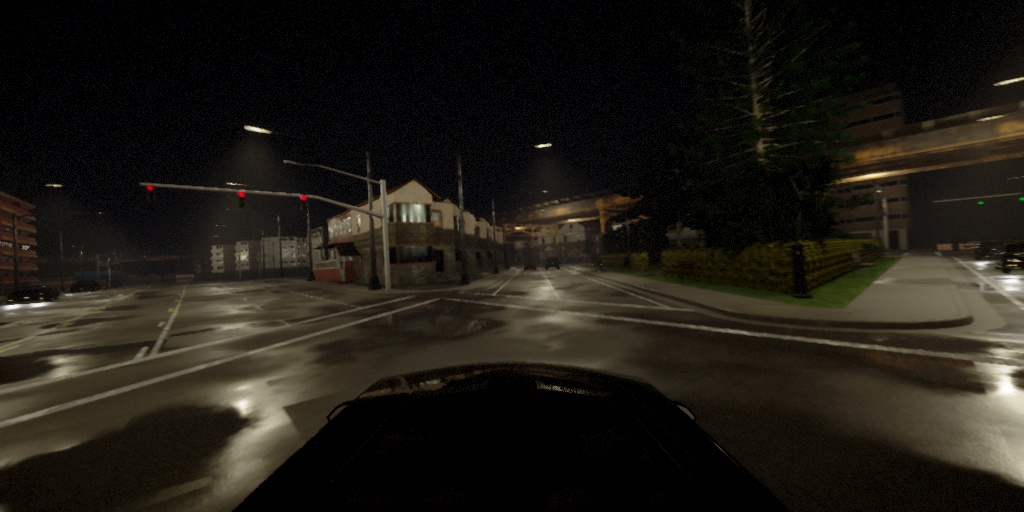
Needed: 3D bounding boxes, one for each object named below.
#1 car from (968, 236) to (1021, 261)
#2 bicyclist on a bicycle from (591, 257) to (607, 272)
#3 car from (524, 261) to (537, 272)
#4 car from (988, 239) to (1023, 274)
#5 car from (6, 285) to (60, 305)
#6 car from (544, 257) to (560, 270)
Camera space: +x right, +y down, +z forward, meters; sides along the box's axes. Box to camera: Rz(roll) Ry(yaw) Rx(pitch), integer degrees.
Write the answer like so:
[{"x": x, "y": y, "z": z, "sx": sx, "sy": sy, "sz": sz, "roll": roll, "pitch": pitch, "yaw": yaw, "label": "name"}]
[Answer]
[{"x": 36.489, "y": -0.481, "z": 27.203, "sx": 4.892, "sy": 1.490, "sz": 1.837, "roll": -2, "pitch": -1, "yaw": -40, "label": "car"}, {"x": 9.067, "y": 0.906, "z": 37.573, "sx": 1.656, "sy": 1.620, "sz": 0.582, "roll": -3, "pitch": -1, "yaw": 3, "label": "bicyclist on a bicycle"}, {"x": 2.885, "y": 1.604, "z": 57.119, "sx": 1.882, "sy": 1.535, "sz": 5.008, "roll": -3, "pitch": 0, "yaw": 4, "label": "car"}, {"x": 25.365, "y": 0.031, "z": 17.612, "sx": 4.892, "sy": 1.490, "sz": 1.837, "roll": -2, "pitch": -1, "yaw": -41, "label": "car"}, {"x": -38.618, "y": 3.057, "z": 29.034, "sx": 1.994, "sy": 1.385, "sz": 4.181, "roll": -3, "pitch": 1, "yaw": -41, "label": "car"}, {"x": 6.357, "y": 1.156, "z": 56.887, "sx": 2.150, "sy": 2.045, "sz": 5.566, "roll": -3, "pitch": -1, "yaw": 3, "label": "car"}]
